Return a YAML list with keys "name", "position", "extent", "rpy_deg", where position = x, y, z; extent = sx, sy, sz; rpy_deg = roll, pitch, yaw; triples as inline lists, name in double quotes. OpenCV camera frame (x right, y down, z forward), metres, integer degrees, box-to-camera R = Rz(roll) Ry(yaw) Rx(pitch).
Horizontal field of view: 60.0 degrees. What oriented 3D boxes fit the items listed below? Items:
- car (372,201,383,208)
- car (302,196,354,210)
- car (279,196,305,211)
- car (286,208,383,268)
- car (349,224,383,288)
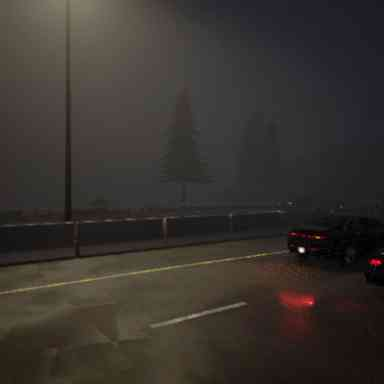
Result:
- name: "car"
  position: [21.042, 1.463, 34.941]
  extent: [4.181, 1.385, 1.994]
  rpy_deg: [0, 0, -22]
- name: "car"
  position: [15.084, 1.445, 36.242]
  extent: [5.357, 1.411, 2.033]
  rpy_deg: [0, 0, -24]
- name: "car"
  position: [12.344, 1.245, 38.789]
  extent: [4.553, 1.767, 2.097]
  rpy_deg: [0, 0, -24]
- name: "car"
  position: [5.344, 1.473, 11.206]
  extent: [4.892, 1.490, 1.837]
  rpy_deg: [0, 0, -31]
- name: "car"
  position: [6.260, 1.524, 7.724]
  extent: [5.357, 1.411, 2.033]
  rpy_deg: [0, 0, -32]
